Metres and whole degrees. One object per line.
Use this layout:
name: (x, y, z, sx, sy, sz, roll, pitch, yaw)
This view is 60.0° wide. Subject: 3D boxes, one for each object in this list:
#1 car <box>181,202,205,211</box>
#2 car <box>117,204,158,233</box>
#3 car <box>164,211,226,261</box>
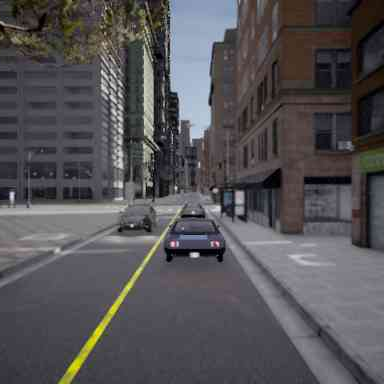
car: (0.093, 1.534, 27.417, 1.994, 1.385, 4.181, 0, 0, 0)
car: (-3.094, 1.485, 19.543, 1.837, 1.490, 4.892, 0, 0, 0)
car: (0.092, 1.589, 12.177, 1.895, 1.301, 4.718, 0, 0, 0)
